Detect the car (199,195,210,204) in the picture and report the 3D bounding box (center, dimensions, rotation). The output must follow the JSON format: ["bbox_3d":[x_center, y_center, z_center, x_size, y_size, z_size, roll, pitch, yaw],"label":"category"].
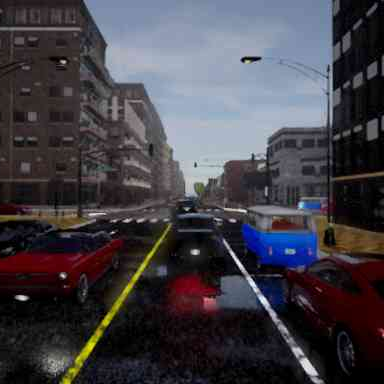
[{"bbox_3d":[2.677,1.621,72.265,2.192,1.841,5.009,0,0,0],"label":"car"}]

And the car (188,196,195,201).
[{"bbox_3d":[-0.021,1.780,92.455,1.882,1.535,5.008,0,0,0],"label":"car"}]

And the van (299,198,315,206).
[{"bbox_3d":[14.890,1.564,40.134,3.998,1.788,1.690,0,-1,0],"label":"van"}]

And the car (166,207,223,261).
[{"bbox_3d":[0.098,1.550,12.381,1.837,1.490,4.892,0,0,0],"label":"car"}]

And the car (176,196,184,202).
[{"bbox_3d":[-3.021,1.746,85.523,2.033,1.411,5.357,0,0,0],"label":"car"}]

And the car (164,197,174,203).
[{"bbox_3d":[-5.708,1.914,83.339,2.008,1.369,4.403,0,0,0],"label":"car"}]

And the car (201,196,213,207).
[{"bbox_3d":[2.680,1.752,55.816,1.752,1.417,4.829,0,0,0],"label":"car"}]

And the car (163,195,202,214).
[{"bbox_3d":[-0.896,1.444,28.984,2.097,1.767,4.553,0,0,-13],"label":"car"}]

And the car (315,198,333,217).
[{"bbox_3d":[14.915,1.468,31.755,5.009,1.841,2.192,0,-1,0],"label":"car"}]

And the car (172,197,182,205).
[{"bbox_3d":[-3.017,1.814,69.085,1.812,1.442,4.674,0,0,0],"label":"car"}]

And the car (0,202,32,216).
[{"bbox_3d":[-17.473,1.642,31.666,4.206,1.307,1.802,0,-1,0],"label":"car"}]

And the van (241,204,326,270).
[{"bbox_3d":[2.659,1.380,10.860,1.690,1.788,3.998,0,0,0],"label":"van"}]

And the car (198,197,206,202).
[{"bbox_3d":[2.672,1.945,88.881,2.008,1.369,4.403,0,0,0],"label":"car"}]

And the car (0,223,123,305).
[{"bbox_3d":[-3.097,1.630,8.272,1.895,1.301,4.718,0,0,0],"label":"car"}]

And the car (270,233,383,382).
[{"bbox_3d":[2.659,1.601,5.170,1.802,1.307,4.206,0,0,0],"label":"car"}]

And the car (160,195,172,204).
[{"bbox_3d":[-5.704,1.621,72.262,2.192,1.841,5.009,0,0,0],"label":"car"}]

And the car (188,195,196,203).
[{"bbox_3d":[-0.019,1.714,82.418,2.097,1.767,4.553,0,0,0],"label":"car"}]

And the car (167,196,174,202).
[{"bbox_3d":[-5.709,1.918,88.708,1.752,1.417,4.829,0,0,0],"label":"car"}]

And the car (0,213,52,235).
[{"bbox_3d":[-5.689,1.605,10.883,1.947,1.339,4.313,0,0,0],"label":"car"}]

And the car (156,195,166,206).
[{"bbox_3d":[-5.702,1.776,61.012,1.752,1.417,4.829,0,0,0],"label":"car"}]
